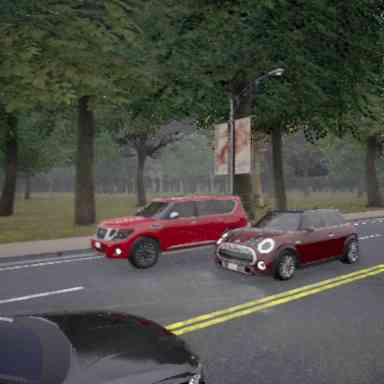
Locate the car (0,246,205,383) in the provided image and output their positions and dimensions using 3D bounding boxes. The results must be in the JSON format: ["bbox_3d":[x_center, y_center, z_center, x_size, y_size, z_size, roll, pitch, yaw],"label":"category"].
[{"bbox_3d":[-2.099,1.499,1.944,4.902,1.511,2.128,-1,0,-35],"label":"car"}]

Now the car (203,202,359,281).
[{"bbox_3d":[2.850,1.270,9.716,4.553,1.767,2.097,-1,0,-36],"label":"car"}]

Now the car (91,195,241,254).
[{"bbox_3d":[-0.498,1.159,11.317,5.566,2.045,2.150,-1,0,-36],"label":"car"}]
